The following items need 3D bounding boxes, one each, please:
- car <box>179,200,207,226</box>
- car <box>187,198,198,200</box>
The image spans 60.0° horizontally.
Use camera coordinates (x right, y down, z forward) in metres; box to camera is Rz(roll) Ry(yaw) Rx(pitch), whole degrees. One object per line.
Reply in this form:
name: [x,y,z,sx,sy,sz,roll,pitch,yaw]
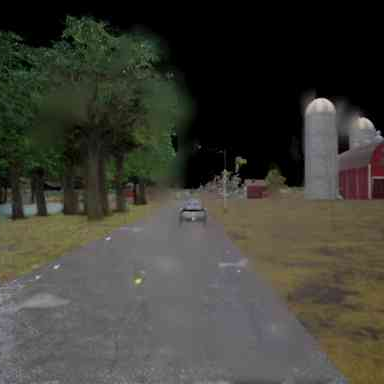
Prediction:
car: [0.102,1.574,24.258,2.128,1.511,4.902,0,0,0]
car: [0.105,1.536,41.851,2.097,1.767,4.553,0,0,0]
